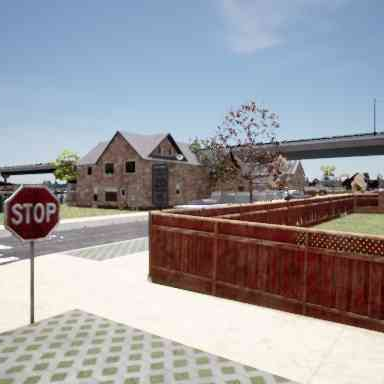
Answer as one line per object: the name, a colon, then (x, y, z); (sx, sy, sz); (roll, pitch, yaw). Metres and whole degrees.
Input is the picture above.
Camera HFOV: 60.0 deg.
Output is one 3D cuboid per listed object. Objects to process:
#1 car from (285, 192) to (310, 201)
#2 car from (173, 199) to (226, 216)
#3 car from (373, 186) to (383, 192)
car: (13.478, 0.783, 42.267); (1.882, 1.535, 5.008); (0, 1, 37)
car: (0.624, 1.252, 25.120); (1.895, 1.301, 4.718); (0, 1, 37)
car: (44.177, -0.029, 78.795); (1.895, 1.301, 4.718); (0, 1, 37)
